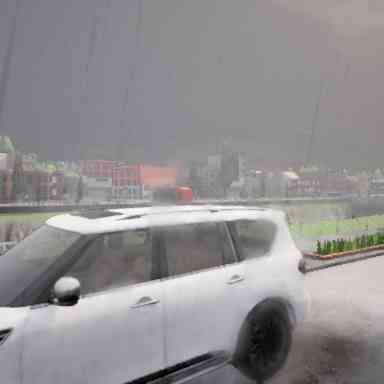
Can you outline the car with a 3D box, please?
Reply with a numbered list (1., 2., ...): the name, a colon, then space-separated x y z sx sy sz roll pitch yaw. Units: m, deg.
1. car: -0.940 1.221 3.938 5.566 2.045 2.150 0 0 -36
